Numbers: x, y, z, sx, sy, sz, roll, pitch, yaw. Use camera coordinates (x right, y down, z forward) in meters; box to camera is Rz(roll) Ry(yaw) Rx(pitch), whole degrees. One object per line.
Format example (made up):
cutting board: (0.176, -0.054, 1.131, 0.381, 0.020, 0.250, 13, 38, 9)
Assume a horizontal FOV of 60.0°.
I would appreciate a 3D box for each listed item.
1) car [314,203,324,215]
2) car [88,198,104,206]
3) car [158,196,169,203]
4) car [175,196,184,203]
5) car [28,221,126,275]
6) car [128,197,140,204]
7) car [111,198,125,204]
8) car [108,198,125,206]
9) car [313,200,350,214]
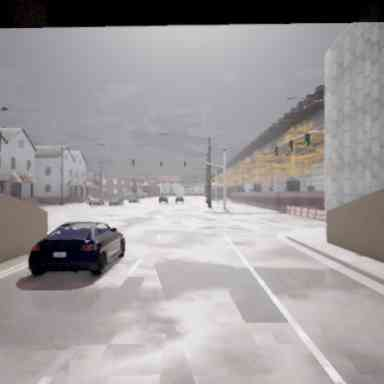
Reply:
car: (14.051, 1.604, 33.504, 4.974, 1.542, 2.038, 0, 0, -45)
car: (-16.998, 1.797, 59.333, 1.812, 1.442, 4.674, 0, 0, 2)
car: (-6.140, 1.622, 72.139, 1.882, 1.535, 5.008, 0, 0, 1)
car: (-2.641, 1.643, 72.051, 1.837, 1.490, 4.892, 0, 0, 1)
car: (-3.423, 1.612, 10.656, 1.994, 1.385, 4.181, 0, 0, 0)
car: (-13.071, 1.843, 74.965, 1.837, 1.490, 4.892, 0, 0, 1)
car: (-16.572, 1.937, 74.936, 1.895, 1.301, 4.718, 0, 0, 1)
car: (-13.506, 1.775, 59.334, 1.837, 1.490, 4.892, 0, 0, 2)
car: (14.088, 1.447, 33.542, 4.536, 1.218, 1.853, 0, 0, -45)
